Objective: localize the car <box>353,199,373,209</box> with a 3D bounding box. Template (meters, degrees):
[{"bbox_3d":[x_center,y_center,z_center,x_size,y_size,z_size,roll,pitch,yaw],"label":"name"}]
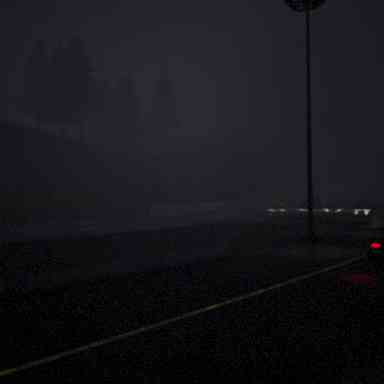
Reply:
[{"bbox_3d":[23.241,1.596,45.190,1.994,1.385,4.181,-1,0,35],"label":"car"}]

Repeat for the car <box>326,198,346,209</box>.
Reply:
[{"bbox_3d":[20.480,1.555,47.326,1.882,1.535,5.008,-1,0,35],"label":"car"}]

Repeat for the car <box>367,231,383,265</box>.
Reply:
[{"bbox_3d":[7.380,1.537,10.590,5.357,1.411,2.033,0,0,-43],"label":"car"}]

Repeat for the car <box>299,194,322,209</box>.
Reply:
[{"bbox_3d":[17.618,1.345,49.324,2.150,2.045,5.566,-1,-1,35],"label":"car"}]

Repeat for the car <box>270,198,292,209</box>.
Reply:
[{"bbox_3d":[13.279,1.649,49.282,1.882,1.535,5.008,-1,0,36],"label":"car"}]
